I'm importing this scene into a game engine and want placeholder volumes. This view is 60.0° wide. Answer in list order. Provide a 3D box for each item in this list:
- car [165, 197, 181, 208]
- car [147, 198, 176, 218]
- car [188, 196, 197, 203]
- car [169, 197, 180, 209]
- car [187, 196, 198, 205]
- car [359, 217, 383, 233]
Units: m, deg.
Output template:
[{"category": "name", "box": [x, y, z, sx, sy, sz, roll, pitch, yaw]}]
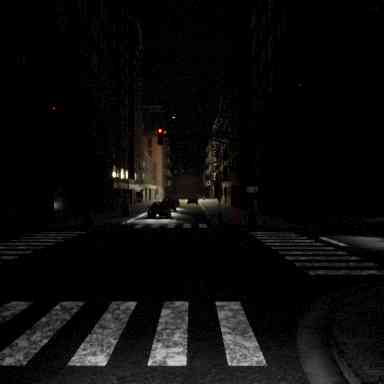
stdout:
[{"category": "car", "box": [-2.835, 1.474, 50.189, 2.128, 1.511, 4.902, 0, 0, 0]}, {"category": "car", "box": [-2.840, 1.541, 30.166, 2.033, 1.411, 5.357, 0, 0, 0]}, {"category": "car", "box": [0.112, 1.490, 69.958, 1.812, 1.442, 4.674, 0, 0, 0]}, {"category": "car", "box": [-2.835, 1.481, 39.988, 2.128, 1.511, 4.902, 0, 0, 0]}, {"category": "car", "box": [0.108, 1.452, 59.815, 1.882, 1.535, 5.008, 0, 0, 0]}, {"category": "car", "box": [11.637, 1.554, 17.861, 4.829, 1.417, 1.752, 0, 0, 0]}]
